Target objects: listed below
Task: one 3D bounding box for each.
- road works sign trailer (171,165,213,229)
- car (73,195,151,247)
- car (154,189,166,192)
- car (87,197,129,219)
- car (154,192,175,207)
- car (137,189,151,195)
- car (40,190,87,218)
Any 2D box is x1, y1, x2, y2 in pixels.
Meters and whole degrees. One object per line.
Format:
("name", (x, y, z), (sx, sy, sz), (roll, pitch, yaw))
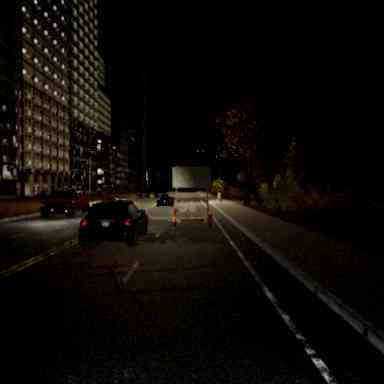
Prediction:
("road works sign trailer", (-0.001, 0.209, 19.397), (2.380, 3.560, 2.880), (0, 1, 0))
("car", (-3.151, 1.163, 14.235), (2.097, 1.767, 4.553), (0, 1, 0))
("car", (-6.504, 0.351, 68.001), (2.150, 2.045, 5.566), (0, 1, 0))
("car", (-6.594, 1.196, 26.727), (2.033, 1.411, 5.357), (0, 1, 0))
("car", (-3.153, 1.037, 40.438), (1.994, 1.385, 4.181), (0, 1, 0))
("car", (-9.754, 0.317, 67.989), (2.150, 2.045, 5.566), (0, 1, 0))
("car", (-9.844, 0.875, 26.188), (2.150, 2.045, 5.566), (0, 1, 0))
